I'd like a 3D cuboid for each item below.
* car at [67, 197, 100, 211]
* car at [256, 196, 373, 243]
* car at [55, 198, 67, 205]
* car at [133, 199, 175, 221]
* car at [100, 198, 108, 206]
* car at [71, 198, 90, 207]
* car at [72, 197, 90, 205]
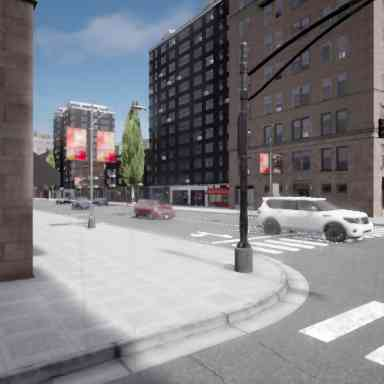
[{"bbox_3d":[-14.435,1.712,44.197,2.033,1.411,5.357,0,0,-35],"label":"car"},{"bbox_3d":[5.872,1.256,16.713,2.150,2.045,5.566,0,0,-43],"label":"car"},{"bbox_3d":[-25.310,1.857,65.105,1.895,1.301,4.718,0,0,-36],"label":"car"},{"bbox_3d":[-3.337,1.444,28.766,2.097,1.767,4.553,0,0,-36],"label":"car"},{"bbox_3d":[-16.229,1.714,58.073,2.128,1.511,4.902,0,0,-36],"label":"car"},{"bbox_3d":[-18.945,1.743,56.290,1.812,1.442,4.674,0,0,-36],"label":"car"},{"bbox_3d":[-22.135,1.749,66.259,2.128,1.511,4.902,0,0,-36],"label":"car"}]
